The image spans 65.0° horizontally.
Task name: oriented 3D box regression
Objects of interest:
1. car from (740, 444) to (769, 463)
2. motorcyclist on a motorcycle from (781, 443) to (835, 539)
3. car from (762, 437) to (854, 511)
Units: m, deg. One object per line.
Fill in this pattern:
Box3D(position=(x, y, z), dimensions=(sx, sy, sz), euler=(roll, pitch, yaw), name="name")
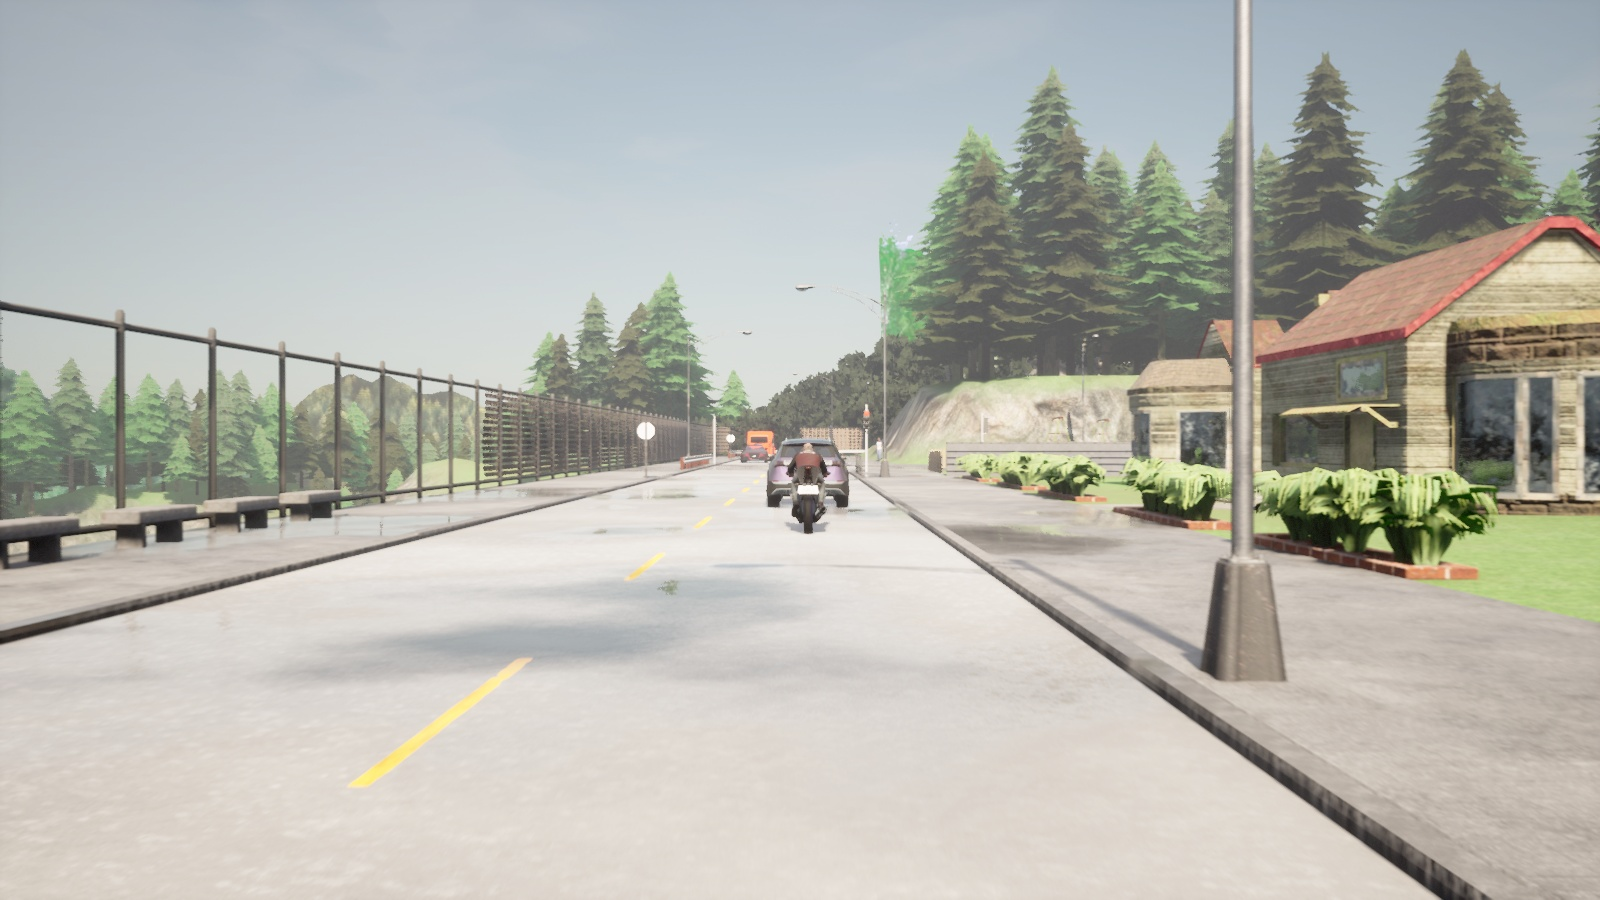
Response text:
Box3D(position=(-3.420, 0.272, 95.028), dimensions=(1.994, 1.385, 4.181), euler=(0, 0, 0), name="car")
Box3D(position=(0.137, 0.661, 21.381), dimensions=(0.866, 1.530, 2.191), euler=(0, 1, 0), name="motorcyclist on a motorcycle")
Box3D(position=(0.190, 0.506, 30.418), dimensions=(2.033, 1.649, 4.856), euler=(0, 0, 0), name="car")
